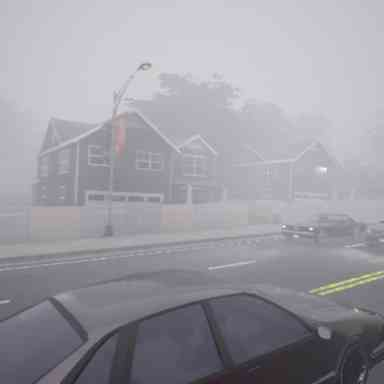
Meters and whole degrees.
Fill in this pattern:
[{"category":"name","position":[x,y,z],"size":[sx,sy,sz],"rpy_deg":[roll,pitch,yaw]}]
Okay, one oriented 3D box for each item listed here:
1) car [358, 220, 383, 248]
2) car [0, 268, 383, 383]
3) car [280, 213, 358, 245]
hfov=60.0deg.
[{"category":"car","position":[9.389,1.644,14.373],"size":[4.674,1.442,1.812],"rpy_deg":[1,0,-35]},{"category":"car","position":[-0.097,1.560,3.367],"size":[5.357,1.411,2.033],"rpy_deg":[1,0,-36]},{"category":"car","position":[6.499,1.710,16.303],"size":[4.718,1.301,1.895],"rpy_deg":[1,0,-35]}]
